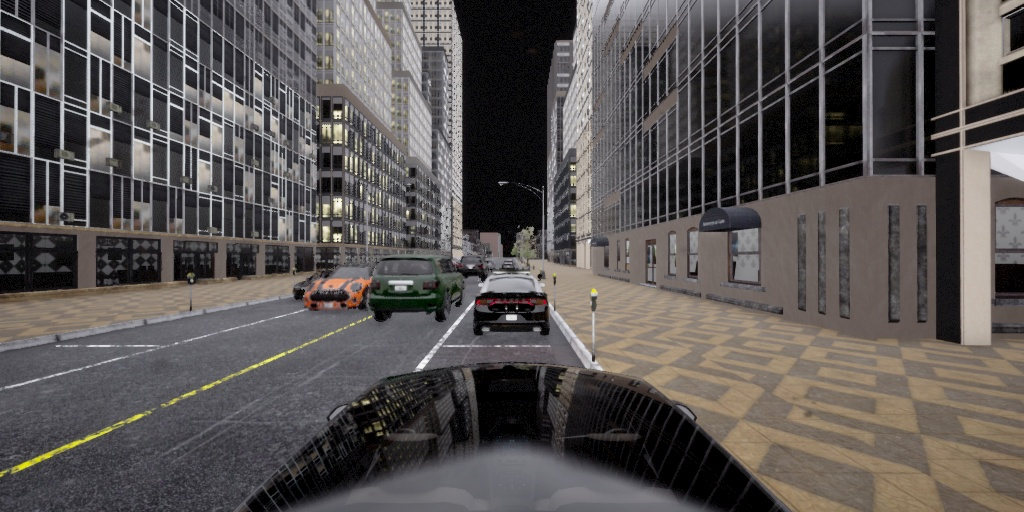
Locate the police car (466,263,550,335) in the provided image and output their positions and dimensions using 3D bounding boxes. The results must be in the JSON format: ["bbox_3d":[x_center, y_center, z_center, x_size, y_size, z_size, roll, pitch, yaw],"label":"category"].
[{"bbox_3d":[-0.012,1.174,10.609,1.930,1.638,5.238,0,0,0],"label":"police car"}]

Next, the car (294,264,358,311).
[{"bbox_3d":[-6.246,1.101,14.438,2.097,1.767,4.553,0,0,0],"label":"car"}]

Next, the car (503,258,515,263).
[{"bbox_3d":[-0.455,1.298,46.099,1.948,1.339,4.313,0,0,0],"label":"car"}]

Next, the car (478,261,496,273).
[{"bbox_3d":[-3.045,1.297,44.848,1.994,1.385,4.181,0,0,0],"label":"car"}]

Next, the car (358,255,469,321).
[{"bbox_3d":[-3.042,0.972,12.559,2.150,2.045,5.566,0,0,1],"label":"car"}]

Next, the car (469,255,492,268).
[{"bbox_3d":[-3.145,0.963,29.865,2.150,2.045,5.566,0,0,0],"label":"car"}]
